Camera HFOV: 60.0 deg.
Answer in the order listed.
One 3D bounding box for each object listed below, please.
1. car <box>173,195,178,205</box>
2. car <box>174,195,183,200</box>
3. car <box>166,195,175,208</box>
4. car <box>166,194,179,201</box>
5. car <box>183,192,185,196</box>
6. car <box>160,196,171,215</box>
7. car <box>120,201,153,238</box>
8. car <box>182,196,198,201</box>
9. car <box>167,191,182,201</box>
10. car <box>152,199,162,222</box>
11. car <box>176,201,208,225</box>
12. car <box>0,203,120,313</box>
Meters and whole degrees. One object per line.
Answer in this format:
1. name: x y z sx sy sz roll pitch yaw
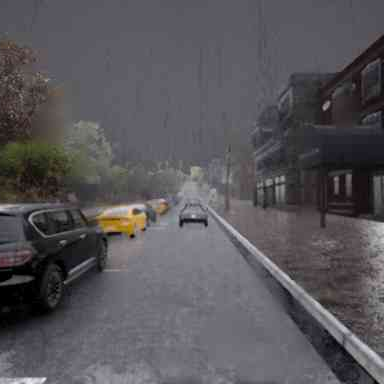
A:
1. car: -3.656 1.528 45.509 2.231 1.521 4.892 0 -1 2
2. car: -3.661 1.467 90.646 2.002 1.452 4.674 0 0 2
3. car: -3.656 1.523 39.953 2.097 1.535 5.008 0 0 2
4. car: -3.656 1.511 51.050 2.097 1.535 5.008 0 0 2
5. car: -3.653 1.450 84.509 1.946 1.575 5.366 0 1 2
6. car: -3.647 1.503 33.571 1.946 1.575 5.366 0 0 2
7. car: -3.653 1.485 17.771 2.097 1.535 5.008 0 0 2
8. car: 0.096 1.557 41.912 2.033 1.411 5.357 0 0 0
9. car: -3.657 1.238 60.003 2.435 2.045 5.566 0 0 2
10. car: -3.654 1.499 23.318 2.097 1.535 5.008 0 0 2
11. car: 0.098 1.563 23.876 1.994 1.385 4.181 0 0 0
12. car: -3.654 1.264 7.886 2.435 2.045 5.566 0 0 1
